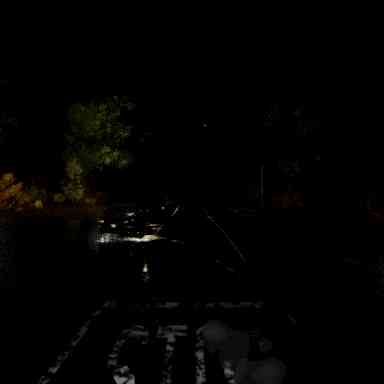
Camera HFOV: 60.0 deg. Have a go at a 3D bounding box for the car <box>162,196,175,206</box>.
[{"bbox_3d":[-3.854,1.496,53.981,1.882,1.535,5.008,0,0,-1],"label":"car"}]

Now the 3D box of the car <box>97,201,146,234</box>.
[{"bbox_3d":[-3.550,1.281,17.453,1.837,1.490,4.892,1,0,0],"label":"car"}]
